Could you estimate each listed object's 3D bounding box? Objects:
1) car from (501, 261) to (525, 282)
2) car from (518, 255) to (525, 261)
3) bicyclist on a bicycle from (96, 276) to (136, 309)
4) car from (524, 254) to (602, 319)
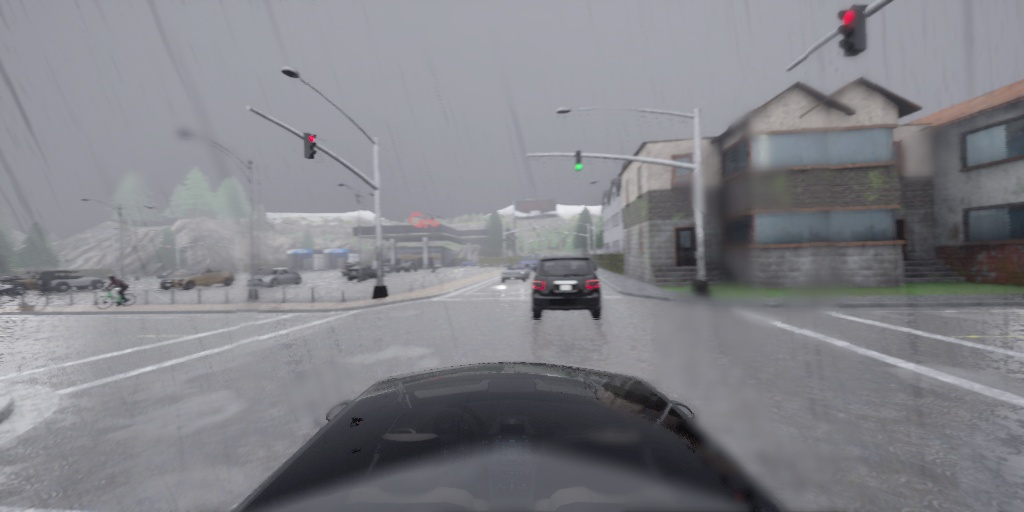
[{"bbox_3d":[0.338,1.332,28.469,1.895,1.301,4.718,-2,0,8],"label":"car"},{"bbox_3d":[1.963,0.904,40.295,2.150,2.045,5.566,-2,0,9],"label":"car"},{"bbox_3d":[-19.884,1.806,18.012,0.582,1.620,1.656,-2,0,8],"label":"bicyclist on a bicycle"},{"bbox_3d":[1.927,0.954,12.914,2.150,2.045,5.566,-2,1,8],"label":"car"}]
